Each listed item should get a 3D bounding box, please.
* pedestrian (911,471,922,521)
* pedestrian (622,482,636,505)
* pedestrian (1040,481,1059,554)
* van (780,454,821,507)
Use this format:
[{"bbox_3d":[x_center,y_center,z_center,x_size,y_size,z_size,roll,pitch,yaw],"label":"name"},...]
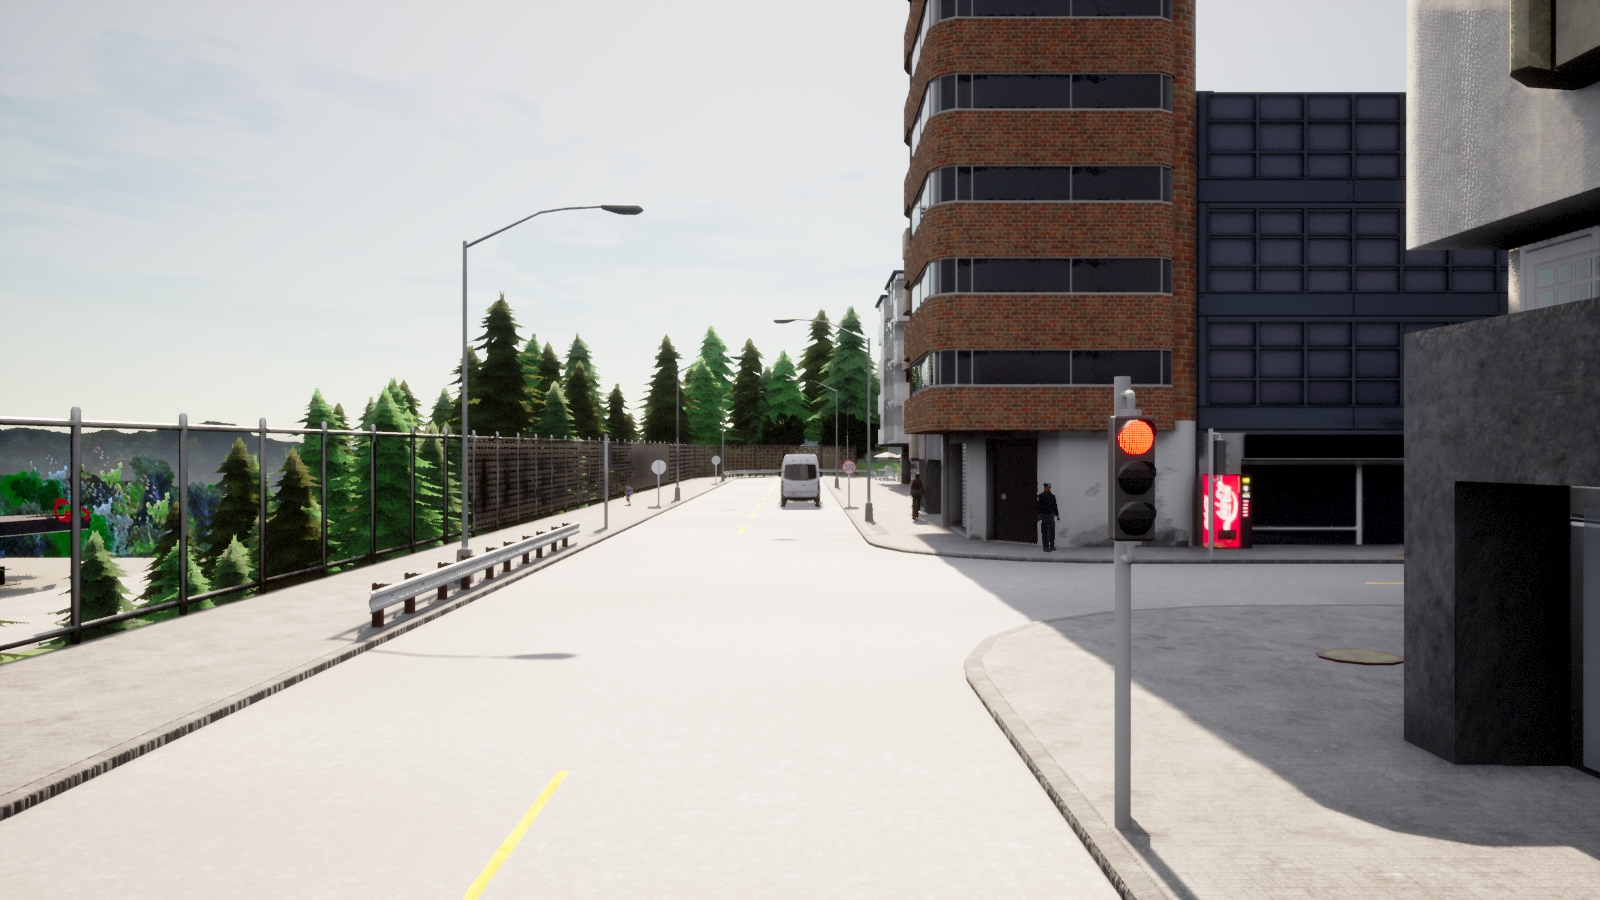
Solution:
[{"bbox_3d":[4.385,1.719,42.901,0.375,1.860,0.375,0,0,2],"label":"pedestrian"},{"bbox_3d":[-8.213,2.103,54.980,0.500,1.100,0.500,0,0,17],"label":"pedestrian"},{"bbox_3d":[6.426,1.724,29.462,0.375,1.860,0.375,0,0,-4],"label":"pedestrian"},{"bbox_3d":[0.019,1.512,58.714,1.988,2.561,5.915,0,0,0],"label":"van"}]
